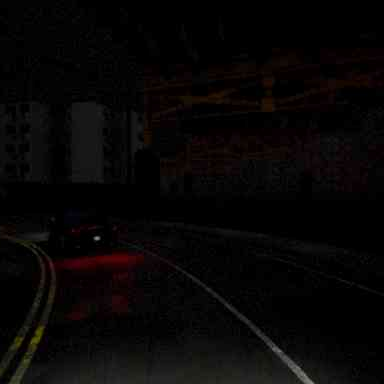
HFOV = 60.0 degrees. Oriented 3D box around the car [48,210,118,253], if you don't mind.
[{"bbox_3d":[-4.680,1.481,13.896,1.882,1.535,5.008,0,0,-32],"label":"car"}]
